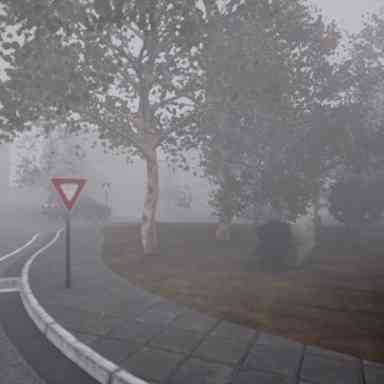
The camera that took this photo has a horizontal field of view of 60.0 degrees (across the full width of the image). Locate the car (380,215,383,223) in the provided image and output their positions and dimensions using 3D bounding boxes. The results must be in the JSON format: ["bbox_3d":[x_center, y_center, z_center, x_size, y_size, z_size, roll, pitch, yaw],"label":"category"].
[{"bbox_3d":[30.958,4.406,55.145,4.718,1.301,1.895,3,-2,-37],"label":"car"}]

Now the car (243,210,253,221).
[{"bbox_3d":[8.604,2.984,42.178,5.008,1.535,1.882,5,-3,-37],"label":"car"}]

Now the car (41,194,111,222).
[{"bbox_3d":[-9.031,1.220,26.345,2.150,2.045,5.566,0,-2,35],"label":"car"}]

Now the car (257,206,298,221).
[{"bbox_3d":[10.551,2.740,39.719,5.566,2.045,2.150,5,-3,-37],"label":"car"}]
